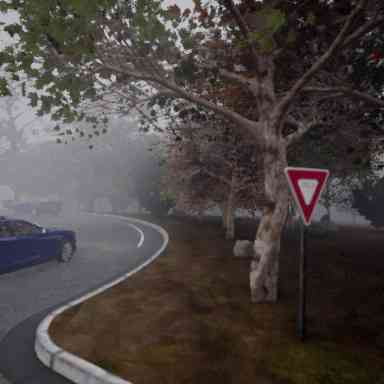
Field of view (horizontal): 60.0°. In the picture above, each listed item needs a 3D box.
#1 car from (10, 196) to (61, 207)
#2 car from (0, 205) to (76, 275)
[{"bbox_3d":[-12.464,1.105,26.352,5.008,1.535,1.882,0,0,34],"label":"car"},{"bbox_3d":[-5.080,1.344,8.629,1.882,1.535,5.008,2,1,17],"label":"car"}]
